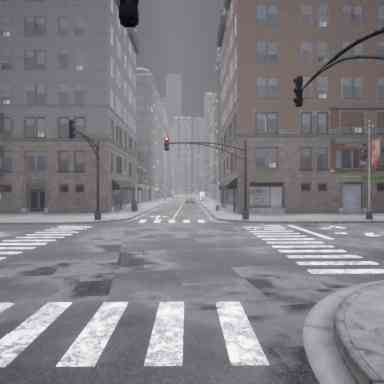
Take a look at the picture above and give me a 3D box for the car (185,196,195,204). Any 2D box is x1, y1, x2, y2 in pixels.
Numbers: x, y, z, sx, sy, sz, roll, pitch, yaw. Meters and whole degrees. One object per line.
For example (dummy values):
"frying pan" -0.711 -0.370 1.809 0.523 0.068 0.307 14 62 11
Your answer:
"car" -0.300 1.649 63.675 1.895 1.301 4.718 0 0 0

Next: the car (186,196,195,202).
"car" -0.368 1.484 73.679 1.895 1.301 4.718 0 0 0
